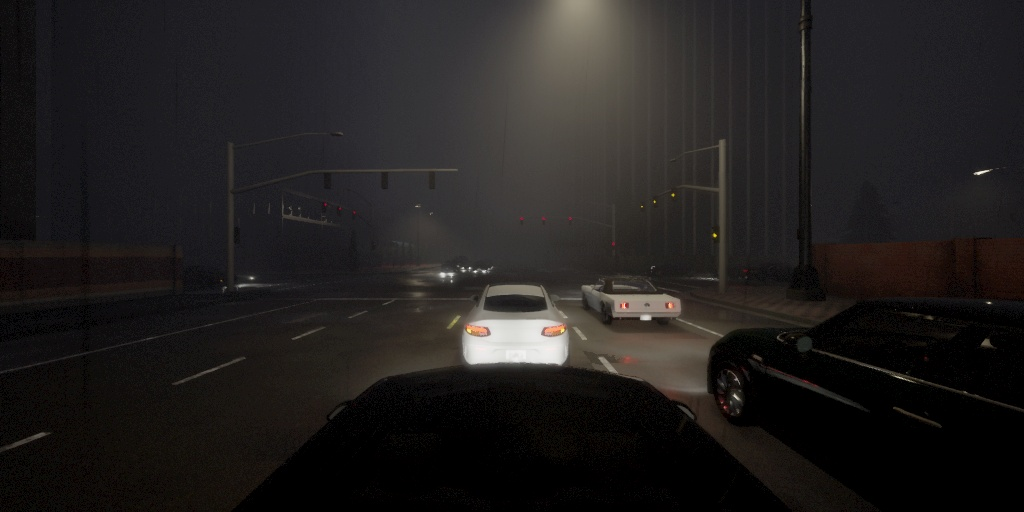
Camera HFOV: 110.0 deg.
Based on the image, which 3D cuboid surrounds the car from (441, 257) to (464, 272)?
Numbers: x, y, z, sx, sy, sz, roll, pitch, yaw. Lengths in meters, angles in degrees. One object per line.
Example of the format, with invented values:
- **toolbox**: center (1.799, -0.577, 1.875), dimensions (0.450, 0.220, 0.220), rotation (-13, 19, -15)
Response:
- **car**: center (-7.885, 1.241, 46.213), dimensions (2.128, 1.511, 4.902), rotation (0, 0, 1)

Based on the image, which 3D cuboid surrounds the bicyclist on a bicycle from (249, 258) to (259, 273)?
- **bicyclist on a bicycle**: center (-28.403, 1.051, 39.478), dimensions (0.582, 1.620, 1.656), rotation (0, 0, -1)

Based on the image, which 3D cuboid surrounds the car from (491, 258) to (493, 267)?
- **car**: center (-4.538, 1.275, 59.394), dimensions (1.812, 1.442, 4.674), rotation (0, 0, -1)

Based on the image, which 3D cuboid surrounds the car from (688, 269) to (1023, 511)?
- **car**: center (3.600, 1.102, 2.853), dimensions (2.097, 1.767, 4.553), rotation (0, 0, 0)

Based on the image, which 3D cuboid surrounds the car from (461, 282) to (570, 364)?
- **car**: center (0.060, 1.276, 7.538), dimensions (1.812, 1.442, 4.674), rotation (0, 0, 0)

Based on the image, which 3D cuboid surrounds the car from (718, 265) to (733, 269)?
- **car**: center (20.194, 1.314, 31.651), dimensions (4.181, 1.385, 1.994), rotation (0, 0, -1)

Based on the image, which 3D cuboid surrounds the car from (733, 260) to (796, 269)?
- **car**: center (18.363, 1.241, 24.434), dimensions (4.902, 1.511, 2.128), rotation (0, 0, -1)

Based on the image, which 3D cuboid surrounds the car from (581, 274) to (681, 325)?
- **car**: center (3.564, 1.351, 11.755), dimensions (1.895, 1.301, 4.718), rotation (0, 0, 0)

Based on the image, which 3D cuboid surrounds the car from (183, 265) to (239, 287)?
- **car**: center (-20.910, 1.314, 24.057), dimensions (4.181, 1.385, 1.994), rotation (0, 0, -1)

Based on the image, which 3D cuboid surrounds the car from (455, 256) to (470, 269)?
- **car**: center (-7.991, 0.971, 56.059), dimensions (2.150, 2.045, 5.566), rotation (0, 0, -1)

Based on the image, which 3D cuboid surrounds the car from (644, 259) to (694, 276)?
- **car**: center (15.343, 1.102, 35.106), dimensions (4.553, 1.767, 2.097), rotation (0, 0, 0)

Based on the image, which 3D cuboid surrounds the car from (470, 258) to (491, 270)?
- **car**: center (-4.416, 1.314, 50.778), dimensions (1.994, 1.385, 4.181), rotation (0, 0, -1)
